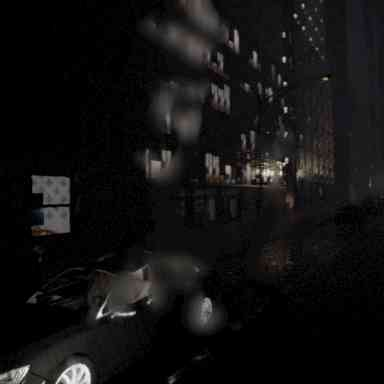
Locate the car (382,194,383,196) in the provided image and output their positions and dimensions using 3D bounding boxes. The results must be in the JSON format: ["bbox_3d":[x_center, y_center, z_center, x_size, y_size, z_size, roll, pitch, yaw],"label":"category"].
[{"bbox_3d":[20.821,1.333,38.004,2.192,1.841,5.009,-1,0,34],"label":"car"}]

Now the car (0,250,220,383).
[{"bbox_3d":[-1.150,1.637,4.901,2.008,1.369,4.403,-1,-1,34],"label":"car"}]

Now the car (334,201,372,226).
[{"bbox_3d":[11.406,1.598,23.816,1.887,1.381,4.507,-1,-1,34],"label":"car"}]

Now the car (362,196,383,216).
[{"bbox_3d":[17.684,1.471,33.275,1.967,1.590,4.097,-1,0,34],"label":"car"}]
